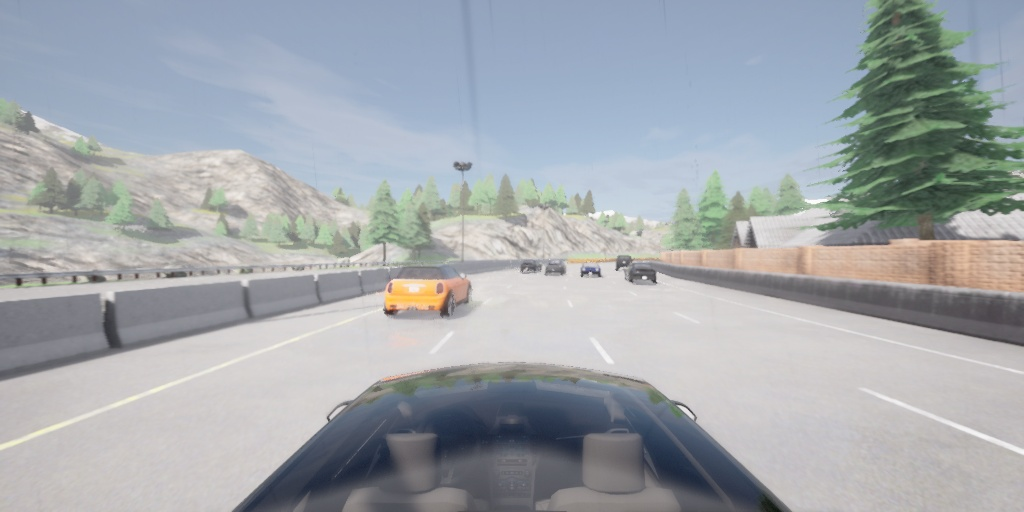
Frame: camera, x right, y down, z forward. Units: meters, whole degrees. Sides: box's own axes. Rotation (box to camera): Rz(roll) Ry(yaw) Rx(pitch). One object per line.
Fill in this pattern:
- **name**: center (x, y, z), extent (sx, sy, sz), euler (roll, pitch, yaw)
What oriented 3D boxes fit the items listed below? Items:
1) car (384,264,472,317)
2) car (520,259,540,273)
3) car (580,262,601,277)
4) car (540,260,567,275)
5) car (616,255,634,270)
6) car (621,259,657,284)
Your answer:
- **car**: center (-2.851, 1.054, 13.169), extent (2.097, 1.767, 4.553), euler (0, 0, 4)
- **car**: center (2.319, 1.142, 42.178), extent (1.837, 1.490, 4.892), euler (0, 0, 16)
- **car**: center (7.700, 1.281, 35.058), extent (1.895, 1.301, 4.718), euler (0, 0, 13)
- **car**: center (4.580, 1.154, 36.998), extent (2.128, 1.511, 4.902), euler (0, 0, 13)
- **car**: center (15.334, 0.893, 48.633), extent (2.150, 2.045, 5.566), euler (0, 0, 20)
- **car**: center (9.614, 1.219, 27.069), extent (1.837, 1.490, 4.892), euler (0, 0, 11)
